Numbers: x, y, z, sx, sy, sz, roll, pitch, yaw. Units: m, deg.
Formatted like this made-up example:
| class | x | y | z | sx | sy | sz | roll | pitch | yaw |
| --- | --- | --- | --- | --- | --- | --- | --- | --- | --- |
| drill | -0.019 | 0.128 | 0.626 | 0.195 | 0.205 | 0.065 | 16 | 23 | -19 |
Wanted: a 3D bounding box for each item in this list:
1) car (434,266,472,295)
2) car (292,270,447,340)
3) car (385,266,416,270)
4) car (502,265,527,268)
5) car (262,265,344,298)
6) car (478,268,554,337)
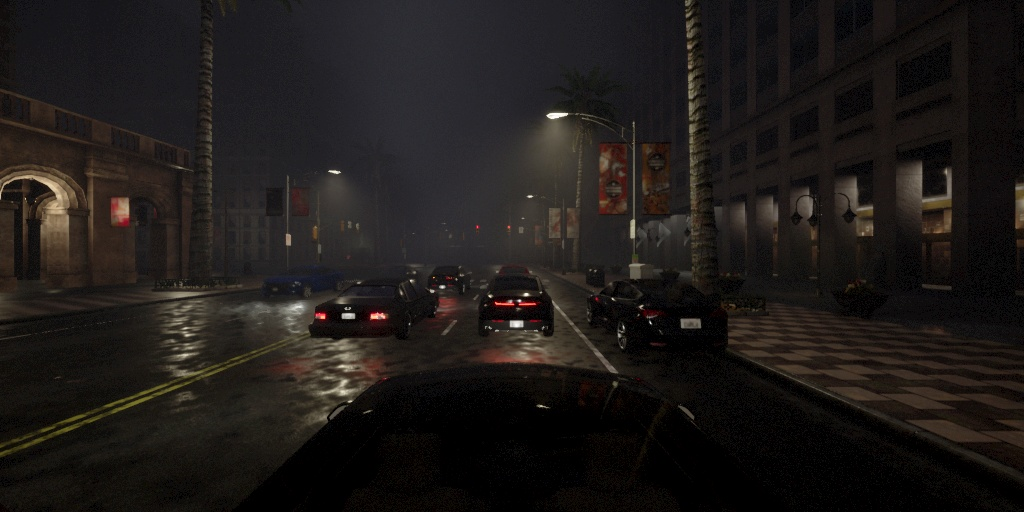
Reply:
| class | x | y | z | sx | sy | sz | roll | pitch | yaw |
| --- | --- | --- | --- | --- | --- | --- | --- | --- | --- |
| car | -3.384 | 1.255 | 19.855 | 1.837 | 1.490 | 4.892 | 0 | 0 | 0 |
| car | -3.393 | 1.297 | 9.966 | 2.033 | 1.411 | 5.357 | 0 | 0 | 0 |
| car | -6.992 | 1.298 | 22.109 | 2.033 | 1.411 | 5.357 | 0 | 0 | 0 |
| car | 0.111 | 1.228 | 19.796 | 1.882 | 1.535 | 5.008 | 0 | 0 | 0 |
| car | -10.532 | 1.227 | 18.475 | 1.882 | 1.535 | 5.008 | 0 | 0 | 0 |
| car | 0.097 | 1.254 | 10.346 | 1.837 | 1.490 | 4.892 | 0 | 0 | 0 |
